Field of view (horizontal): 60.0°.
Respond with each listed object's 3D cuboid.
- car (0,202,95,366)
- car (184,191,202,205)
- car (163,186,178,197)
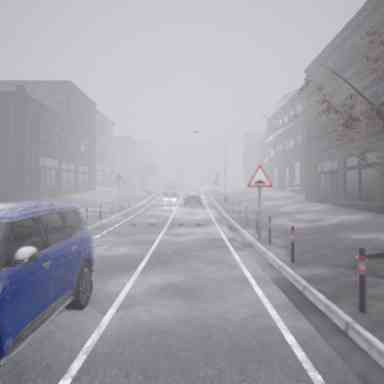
[{"bbox_3d":[-3.100,1.218,4.832,2.150,2.045,5.566,0,0,0],"label":"car"},{"bbox_3d":[0.104,0.583,36.584,1.812,1.442,4.674,0,3,0],"label":"car"},{"bbox_3d":[-3.044,-0.122,47.556,2.128,1.511,4.902,0,3,1],"label":"car"}]
